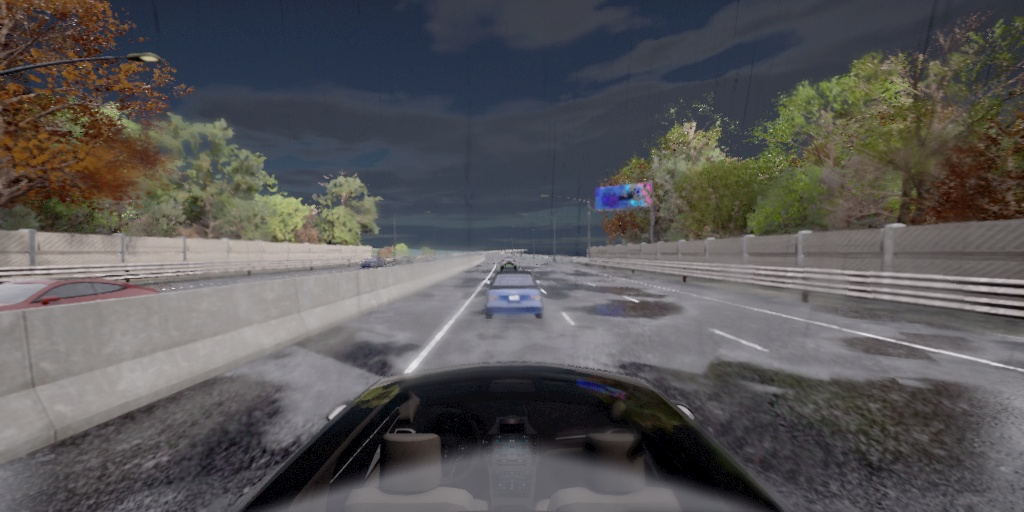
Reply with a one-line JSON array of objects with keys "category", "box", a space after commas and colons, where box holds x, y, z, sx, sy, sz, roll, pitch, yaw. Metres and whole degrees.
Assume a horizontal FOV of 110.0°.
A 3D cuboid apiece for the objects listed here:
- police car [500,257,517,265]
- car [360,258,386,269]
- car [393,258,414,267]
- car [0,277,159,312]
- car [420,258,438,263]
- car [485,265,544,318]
[{"category": "police car", "box": [-0.414, 0.920, 43.269, 2.038, 1.542, 4.974, 0, 0, -1]}, {"category": "car", "box": [-18.199, 0.934, 47.273, 2.033, 1.411, 5.357, 0, 0, -1]}, {"category": "car", "box": [-14.734, 0.937, 48.782, 1.994, 1.385, 4.181, 0, 0, -1]}, {"category": "car", "box": [-10.622, 1.227, 8.108, 1.812, 1.442, 4.674, 0, 0, 0]}, {"category": "car", "box": [-11.248, 0.969, 49.330, 1.895, 1.301, 4.718, 0, 0, -1]}, {"category": "car", "box": [0.058, 1.211, 12.557, 2.033, 1.411, 5.357, 0, 0, 0]}]
